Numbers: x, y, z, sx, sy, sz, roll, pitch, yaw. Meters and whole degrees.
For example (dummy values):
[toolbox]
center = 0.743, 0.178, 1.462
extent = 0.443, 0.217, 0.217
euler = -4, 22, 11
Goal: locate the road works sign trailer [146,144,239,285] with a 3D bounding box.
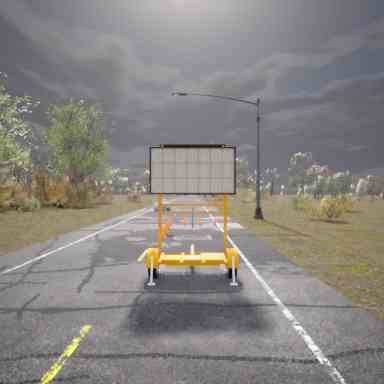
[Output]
[road works sign trailer]
center = 0.017, 0.466, 9.436
extent = 2.380, 3.560, 2.880
euler = 0, 0, 0

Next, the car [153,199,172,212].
[car]
center = -3.539, 1.544, 39.801
extent = 1.812, 1.442, 4.674
euler = 0, 0, 0
